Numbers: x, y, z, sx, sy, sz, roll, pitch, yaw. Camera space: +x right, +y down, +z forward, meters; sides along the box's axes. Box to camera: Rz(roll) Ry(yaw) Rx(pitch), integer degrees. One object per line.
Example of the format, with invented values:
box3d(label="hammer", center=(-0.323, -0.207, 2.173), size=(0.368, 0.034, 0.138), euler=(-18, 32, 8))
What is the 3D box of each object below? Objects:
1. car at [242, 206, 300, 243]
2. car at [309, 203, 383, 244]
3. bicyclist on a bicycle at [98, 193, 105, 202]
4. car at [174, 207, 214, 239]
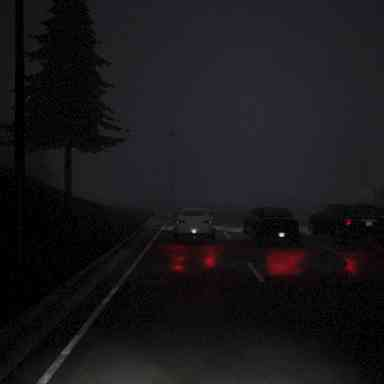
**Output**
box3d(label="car", center=(3.592, 1.435, 15.718), size=(1.837, 1.490, 4.892), euler=(0, 0, 0))
box3d(label="car", center=(7.091, 1.283, 15.431), size=(2.097, 1.767, 4.553), euler=(0, 0, 0))
box3d(label="bicyclist on a bicycle", center=(-16.700, 1.026, 61.478), size=(0.582, 1.620, 1.656), euler=(0, 1, 30))
box3d(label="car", center=(0.083, 1.451, 16.709), size=(1.812, 1.442, 4.674), euler=(0, 0, 0))
